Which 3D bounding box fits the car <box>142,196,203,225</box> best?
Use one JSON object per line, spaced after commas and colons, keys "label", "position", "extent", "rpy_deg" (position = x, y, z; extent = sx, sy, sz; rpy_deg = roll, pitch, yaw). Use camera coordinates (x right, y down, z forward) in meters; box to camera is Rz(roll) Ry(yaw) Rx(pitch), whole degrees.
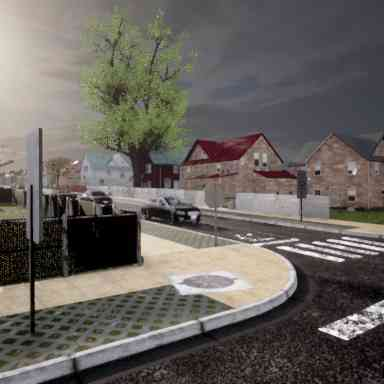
{"label": "car", "position": [-1.289, 1.014, 19.845], "extent": [2.128, 1.511, 4.902], "rpy_deg": [0, 2, -35]}

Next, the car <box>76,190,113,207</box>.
{"label": "car", "position": [-8.829, 0.630, 30.641], "extent": [1.837, 1.490, 4.892], "rpy_deg": [0, 1, -35]}

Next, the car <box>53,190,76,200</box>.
{"label": "car", "position": [-15.179, 0.390, 39.777], "extent": [1.895, 1.301, 4.718], "rpy_deg": [0, 2, -35]}
